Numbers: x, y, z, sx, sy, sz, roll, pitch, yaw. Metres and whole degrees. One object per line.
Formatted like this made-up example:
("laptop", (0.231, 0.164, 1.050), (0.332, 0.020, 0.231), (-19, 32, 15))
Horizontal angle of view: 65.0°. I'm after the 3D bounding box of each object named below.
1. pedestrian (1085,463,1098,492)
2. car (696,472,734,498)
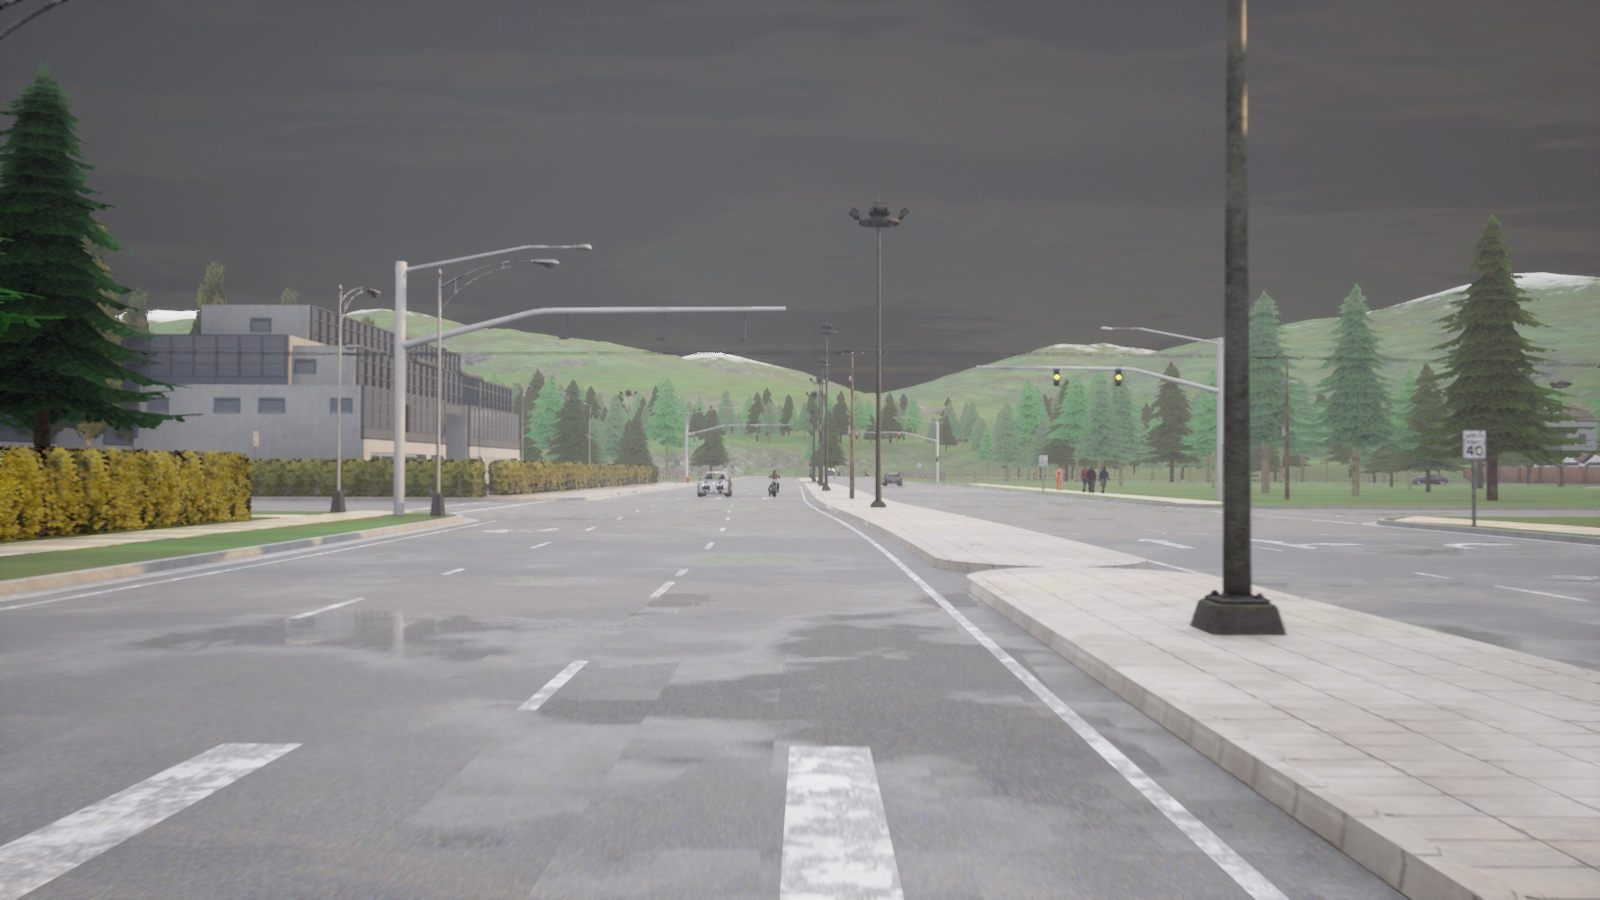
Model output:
("pedestrian", (18.540, 1.726, 79.833), (0.634, 1.844, 0.899), (0, -1, 0))
("car", (-5.000, 2.058, 74.587), (1.970, 1.475, 3.806), (0, -1, 0))
